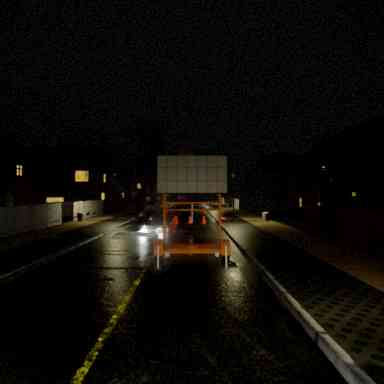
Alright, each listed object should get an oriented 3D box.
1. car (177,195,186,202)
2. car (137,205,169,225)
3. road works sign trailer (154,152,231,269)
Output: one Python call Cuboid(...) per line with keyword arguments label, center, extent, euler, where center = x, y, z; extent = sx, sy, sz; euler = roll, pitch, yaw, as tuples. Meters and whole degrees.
Cuboid(label="car", center=(-2.677, 1.754, 88.702), extent=(2.150, 2.045, 5.566), euler=(0, -1, 0))
Cuboid(label="car", center=(-2.730, 1.610, 24.088), extent=(1.994, 1.385, 4.181), euler=(0, 0, 0))
Cuboid(label="road works sign trailer", center=(0.010, 0.473, 11.103), extent=(2.380, 3.560, 2.880), euler=(0, 0, 0))
